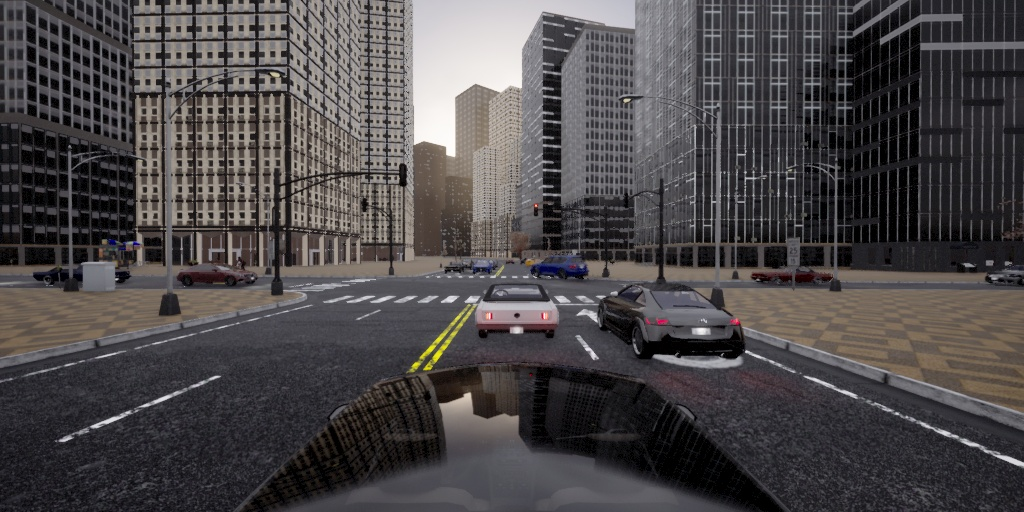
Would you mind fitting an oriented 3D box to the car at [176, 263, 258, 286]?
[{"bbox_3d":[-19.457,1.194,23.724,4.674,1.442,1.812,0,0,1],"label":"car"}]

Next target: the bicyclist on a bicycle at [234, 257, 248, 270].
[{"bbox_3d":[-24.667,0.872,32.595,0.582,1.620,1.656,0,1,1],"label":"bicyclist on a bicycle"}]

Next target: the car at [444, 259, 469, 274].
[{"bbox_3d":[-6.549,1.321,41.403,1.895,1.301,4.718,0,0,0],"label":"car"}]

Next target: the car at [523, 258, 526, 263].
[{"bbox_3d":[3.406,1.157,62.627,1.882,1.535,5.008,0,0,0],"label":"car"}]

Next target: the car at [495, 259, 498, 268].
[{"bbox_3d":[-3.285,1.230,50.074,1.812,1.442,4.674,0,0,0],"label":"car"}]

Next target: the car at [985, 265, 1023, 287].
[{"bbox_3d":[37.286,1.396,25.785,4.902,1.511,2.128,0,0,1],"label":"car"}]

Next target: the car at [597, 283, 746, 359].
[{"bbox_3d":[3.363,1.312,8.403,1.994,1.385,4.181,0,0,0],"label":"car"}]

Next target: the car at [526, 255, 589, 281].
[{"bbox_3d":[3.994,0.957,30.565,2.150,2.045,5.566,-2,1,-35],"label":"car"}]

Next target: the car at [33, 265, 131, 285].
[{"bbox_3d":[-28.566,1.227,23.965,4.718,1.301,1.895,0,0,1],"label":"car"}]

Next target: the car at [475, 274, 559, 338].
[{"bbox_3d":[0.110,1.348,10.120,1.895,1.301,4.718,0,0,0],"label":"car"}]

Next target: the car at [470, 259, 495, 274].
[{"bbox_3d":[-3.298,1.199,40.730,1.882,1.535,5.008,0,0,0],"label":"car"}]

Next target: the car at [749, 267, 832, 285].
[{"bbox_3d":[20.222,1.427,26.181,4.718,1.301,1.895,0,0,1],"label":"car"}]
